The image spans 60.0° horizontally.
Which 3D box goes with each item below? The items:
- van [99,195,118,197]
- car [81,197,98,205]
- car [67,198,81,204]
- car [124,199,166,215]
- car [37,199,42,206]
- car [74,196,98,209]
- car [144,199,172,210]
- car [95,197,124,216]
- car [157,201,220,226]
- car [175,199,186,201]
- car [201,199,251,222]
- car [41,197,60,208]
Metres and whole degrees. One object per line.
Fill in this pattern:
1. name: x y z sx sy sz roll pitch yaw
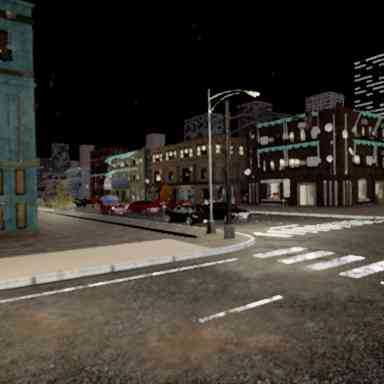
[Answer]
1. van: -14.252 1.532 58.097 1.690 1.788 3.998 -3 1 -35
2. car: -20.642 1.852 67.134 1.887 1.381 4.507 -3 1 -35
3. car: -27.040 1.987 76.168 1.947 1.339 4.313 -3 1 -35
4. car: -5.056 1.609 35.150 1.812 1.442 4.674 -2 0 -36
5. car: -30.676 2.141 66.807 2.008 1.369 4.403 -3 1 -35
6. car: -16.545 1.808 51.489 1.837 1.490 4.892 -2 0 -35
7. car: -4.645 1.593 44.549 1.802 1.307 4.206 -3 1 -35
8. car: -8.287 1.616 35.185 1.967 1.590 4.097 -3 1 -35
9. car: -0.362 1.587 23.792 1.947 1.339 4.313 -3 1 -35
10. car: -1.447 1.531 40.032 1.802 1.307 4.206 -3 1 -35
11. car: 2.330 1.464 24.732 1.812 1.442 4.674 -2 0 -34
12. car: -24.180 1.999 57.633 1.752 1.417 4.829 -3 1 -35
